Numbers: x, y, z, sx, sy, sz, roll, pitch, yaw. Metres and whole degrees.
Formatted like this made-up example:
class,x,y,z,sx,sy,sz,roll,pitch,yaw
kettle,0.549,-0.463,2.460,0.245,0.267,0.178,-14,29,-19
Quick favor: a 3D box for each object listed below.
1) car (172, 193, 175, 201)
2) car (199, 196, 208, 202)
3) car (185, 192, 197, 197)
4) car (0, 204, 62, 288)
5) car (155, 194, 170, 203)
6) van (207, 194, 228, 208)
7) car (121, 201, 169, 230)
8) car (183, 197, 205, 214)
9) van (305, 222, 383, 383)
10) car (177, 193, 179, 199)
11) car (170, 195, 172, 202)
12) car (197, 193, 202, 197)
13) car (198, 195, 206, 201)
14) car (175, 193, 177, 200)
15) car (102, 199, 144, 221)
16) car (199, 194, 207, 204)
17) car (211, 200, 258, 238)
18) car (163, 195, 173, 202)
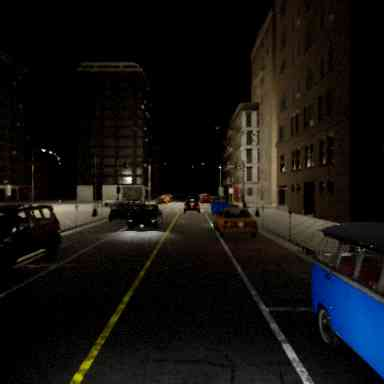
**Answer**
class,x,y,z,sx,sy,sz,roll,pitch,yaw
car,-5.393,1.283,69.786,2.192,1.841,5.009,0,0,0
car,2.632,1.508,75.197,1.887,1.381,4.507,0,0,0
car,-0.007,1.356,84.192,2.033,1.411,5.357,0,0,0
car,-5.389,1.313,9.368,2.192,1.841,5.009,0,0,0
car,-5.392,1.414,58.968,1.967,1.590,4.097,0,0,0
van,2.635,1.330,32.088,1.690,1.788,3.998,0,0,0
car,-2.849,1.542,21.533,2.033,1.411,5.357,0,0,0
car,-0.003,1.535,35.760,2.033,1.411,5.357,0,0,0
van,2.637,1.340,3.688,1.690,1.788,3.998,0,0,0
car,-5.395,1.501,91.425,2.008,1.369,4.403,0,0,0
car,-5.393,1.497,64.207,1.752,1.417,4.829,0,0,0
car,2.632,1.286,64.377,2.192,1.841,5.009,0,0,0
car,2.631,1.521,86.016,1.947,1.339,4.313,0,0,0
car,-5.394,1.526,80.606,1.947,1.339,4.313,0,0,0
car,-5.390,1.543,26.408,2.008,1.369,4.403,0,0,0
car,2.633,1.519,58.968,1.887,1.381,4.507,0,0,0
car,2.224,1.453,17.676,1.801,1.575,5.366,0,0,0
car,-5.394,1.489,75.026,1.752,1.417,4.829,0,0,0
